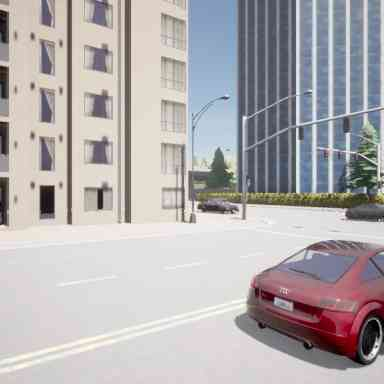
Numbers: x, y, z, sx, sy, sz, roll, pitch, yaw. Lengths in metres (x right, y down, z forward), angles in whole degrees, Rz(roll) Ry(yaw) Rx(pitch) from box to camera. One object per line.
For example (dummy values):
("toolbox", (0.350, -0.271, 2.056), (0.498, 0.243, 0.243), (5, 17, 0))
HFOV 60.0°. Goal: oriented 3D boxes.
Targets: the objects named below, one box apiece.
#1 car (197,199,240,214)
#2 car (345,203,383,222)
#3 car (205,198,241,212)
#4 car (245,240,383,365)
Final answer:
("car", (2.695, 1.547, 35.638), (2.033, 1.411, 5.357), (0, 0, -35))
("car", (14.020, 1.564, 25.478), (1.994, 1.385, 4.181), (0, 0, -35))
("car", (3.705, 1.526, 40.355), (1.812, 1.442, 4.674), (0, 0, -35))
("car", (2.947, 1.564, 5.881), (4.181, 1.385, 1.994), (0, 0, -35))
